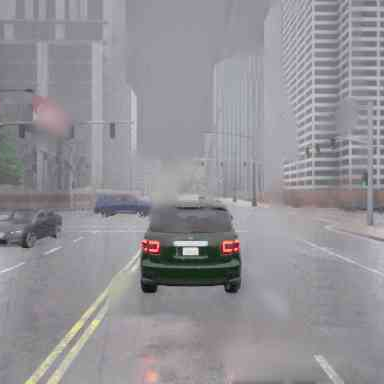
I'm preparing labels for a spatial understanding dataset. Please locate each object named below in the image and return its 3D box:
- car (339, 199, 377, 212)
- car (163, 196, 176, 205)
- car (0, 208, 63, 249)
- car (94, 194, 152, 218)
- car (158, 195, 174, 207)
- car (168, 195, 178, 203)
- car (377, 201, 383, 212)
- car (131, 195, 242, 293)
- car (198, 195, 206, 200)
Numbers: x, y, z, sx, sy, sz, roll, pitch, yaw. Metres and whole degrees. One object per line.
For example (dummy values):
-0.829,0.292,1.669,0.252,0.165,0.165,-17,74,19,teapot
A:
19.463,1.547,37.359,5.357,1.411,2.033,0,0,-1,car
-4.086,1.547,61.872,2.033,1.411,5.357,0,0,0,car
-7.248,1.491,14.526,2.128,1.511,4.902,0,0,-1,car
-5.879,1.221,29.805,5.566,2.045,2.150,0,0,-1,car
-4.030,1.352,52.249,2.097,1.767,4.553,0,0,0,car
-4.110,1.500,72.176,1.837,1.490,4.892,0,0,0,car
22.132,1.478,33.894,5.008,1.535,1.882,0,0,-1,car
-0.021,1.221,8.991,2.150,2.045,5.566,0,0,0,car
2.731,1.500,90.601,1.837,1.490,4.892,0,0,0,car
